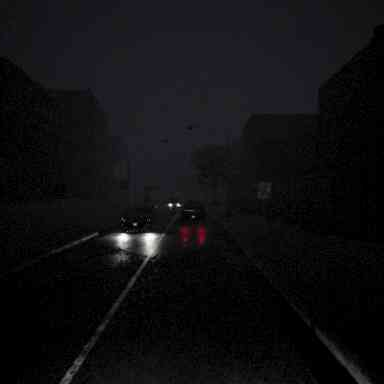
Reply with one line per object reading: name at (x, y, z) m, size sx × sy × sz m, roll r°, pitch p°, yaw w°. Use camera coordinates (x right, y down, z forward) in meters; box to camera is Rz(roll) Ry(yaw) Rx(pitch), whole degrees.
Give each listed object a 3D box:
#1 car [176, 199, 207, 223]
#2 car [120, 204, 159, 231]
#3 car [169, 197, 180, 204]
car at (0.094, 1.516, 25.405) m, size 2.128 × 1.511 × 4.902 m, roll 0°, pitch 0°, yaw 0°
car at (-3.108, 1.525, 20.553) m, size 1.837 × 1.490 × 4.892 m, roll 0°, pitch 0°, yaw 0°
car at (-3.205, 1.542, 62.367) m, size 1.895 × 1.301 × 4.718 m, roll 0°, pitch 1°, yaw 0°
